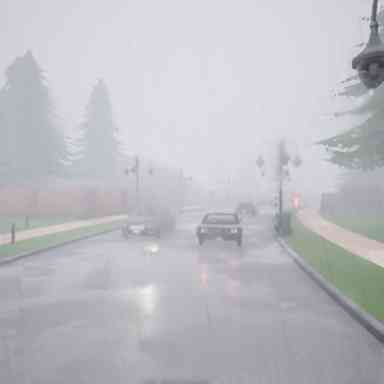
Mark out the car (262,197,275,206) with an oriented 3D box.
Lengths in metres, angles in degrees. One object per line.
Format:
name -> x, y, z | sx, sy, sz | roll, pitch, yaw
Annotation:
car -> 12.801, 1.585, 57.147 | 1.812, 1.442, 4.674 | 0, 0, 33

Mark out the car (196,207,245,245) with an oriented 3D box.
car -> 1.428, 1.610, 15.681 | 1.895, 1.301, 4.718 | 0, 0, 8

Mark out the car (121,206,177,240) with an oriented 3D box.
car -> -2.053, 1.489, 17.104 | 2.128, 1.511, 4.902 | 0, 0, 9

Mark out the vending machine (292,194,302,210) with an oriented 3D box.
vending machine -> 13.905, 1.255, 44.141 | 1.100, 2.100, 0.880 | 0, 0, 26

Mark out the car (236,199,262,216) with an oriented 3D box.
car -> 5.496, 1.532, 32.978 | 1.837, 1.490, 4.892 | 0, 0, 17
